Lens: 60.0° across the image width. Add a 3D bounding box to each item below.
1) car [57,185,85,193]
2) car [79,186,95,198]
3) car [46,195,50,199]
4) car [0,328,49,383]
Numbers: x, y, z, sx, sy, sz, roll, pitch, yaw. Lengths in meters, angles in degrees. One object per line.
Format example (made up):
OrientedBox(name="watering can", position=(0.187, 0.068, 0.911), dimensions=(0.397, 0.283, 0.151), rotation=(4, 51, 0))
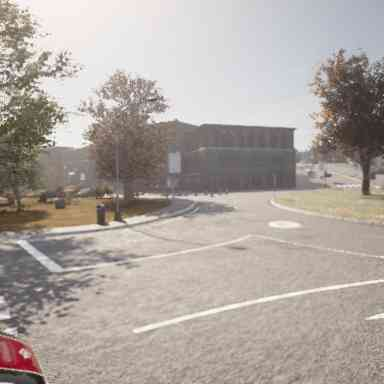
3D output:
OrientedBox(name="car", position=(-17.856, 0.048, 50.668), dimensions=(2.435, 2.045, 5.566), rotation=(-1, 1, 16))
OrientedBox(name="car", position=(-15.439, 0.263, 48.953), dimensions=(2.231, 1.521, 4.892), rotation=(-1, 1, 16))
OrientedBox(name="car", position=(-20.244, 0.082, 52.487), dimensions=(2.435, 2.045, 5.566), rotation=(-2, 1, 16))
OrientedBox(name="car", position=(-3.031, 1.351, 1.530), dimensions=(4.553, 1.767, 2.097), rotation=(0, 0, -34))
